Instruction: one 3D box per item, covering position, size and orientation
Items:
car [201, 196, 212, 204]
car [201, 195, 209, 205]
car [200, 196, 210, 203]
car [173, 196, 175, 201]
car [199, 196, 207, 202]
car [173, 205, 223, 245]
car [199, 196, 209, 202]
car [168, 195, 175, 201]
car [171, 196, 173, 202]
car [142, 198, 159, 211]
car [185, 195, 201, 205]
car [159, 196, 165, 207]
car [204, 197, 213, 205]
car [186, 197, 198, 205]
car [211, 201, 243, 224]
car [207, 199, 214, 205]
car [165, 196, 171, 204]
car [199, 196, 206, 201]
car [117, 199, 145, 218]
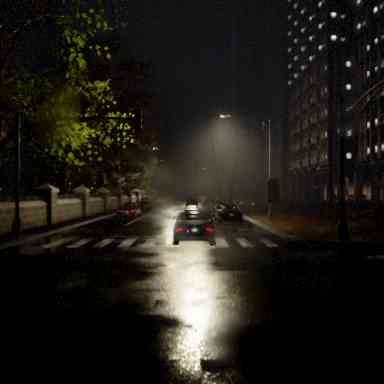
[{"bbox_3d":[2.692,1.497,64.150,1.967,1.590,4.097,0,0,0],"label":"car"},{"bbox_3d":[2.692,1.585,52.887,1.887,1.381,4.507,0,0,0],"label":"car"},{"bbox_3d":[2.691,1.616,69.783,2.008,1.369,4.403,0,0,0],"label":"car"},{"bbox_3d":[-5.689,1.629,81.047,1.887,1.381,4.507,0,0,0],"label":"car"},{"bbox_3d":[2.691,1.666,81.048,1.802,1.307,4.206,0,0,0],"label":"car"},{"bbox_3d":[0.101,1.555,15.651,2.033,1.411,5.357,0,0,0],"label":"car"},{"bbox_3d":[2.691,1.625,75.415,2.008,1.369,4.403,0,0,0],"label":"car"},{"bbox_3d":[-5.689,1.652,92.312,1.887,1.381,4.507,0,0,0],"label":"car"},{"bbox_3d":[-5.690,1.610,69.783,1.887,1.381,4.507,0,0,0],"label":"car"},{"bbox_3d":[-5.689,1.467,41.622,1.967,1.590,4.097,0,0,0],"label":"car"},{"bbox_3d":[-0.001,1.516,51.593,1.882,1.535,5.008,0,0,0],"label":"car"},{"bbox_3d":[-5.689,1.565,52.717,1.752,1.417,4.829,0,0,0],"label":"car"},{"bbox_3d":[2.691,1.587,35.989,1.947,1.339,4.313,0,0,0],"label":"car"},{"bbox_3d":[0.000,1.601,62.010,2.033,1.411,5.357,0,0,0],"label":"car"},{"bbox_3d":[2.691,1.578,24.724,1.947,1.339,4.313,0,0,0],"label":"car"},{"bbox_3d":[2.691,1.582,30.356,1.947,1.339,4.313,0,0,0],"label":"car"},{"bbox_3d":[-5.689,1.497,64.150,1.967,1.590,4.097,0,0,0],"label":"car"},{"bbox_3d":[2.691,1.677,86.680,1.802,1.307,4.206,0,0,0],"label":"car"},{"bbox_3d":[-5.689,1.599,30.356,1.802,1.307,4.206,0,0,0],"label":"car"}]
